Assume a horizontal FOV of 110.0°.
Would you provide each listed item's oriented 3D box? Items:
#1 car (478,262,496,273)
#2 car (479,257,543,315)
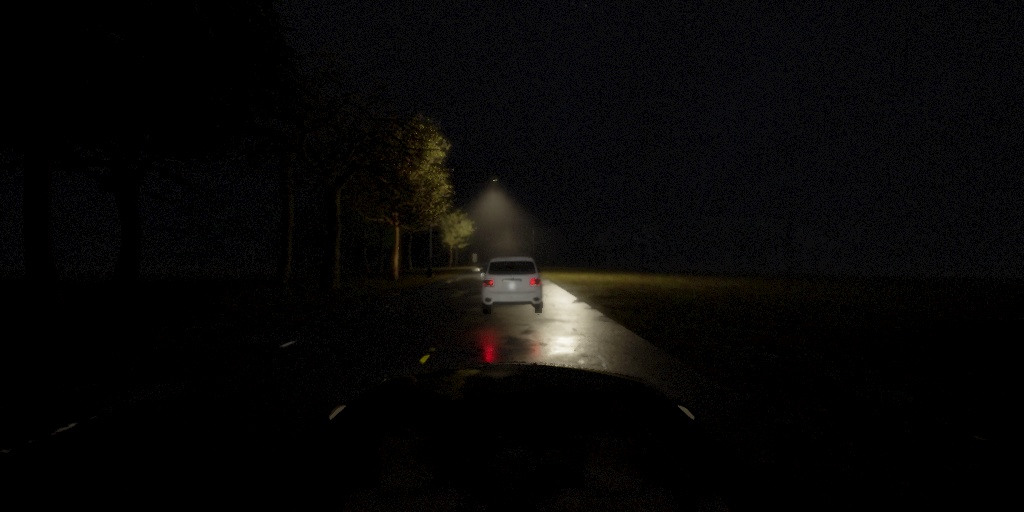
[{"bbox_3d":[-3.447,1.583,50.202,2.033,1.411,5.357,0,0,1],"label":"car"},{"bbox_3d":[0.019,1.060,14.401,2.150,2.045,5.566,-1,0,0],"label":"car"}]
